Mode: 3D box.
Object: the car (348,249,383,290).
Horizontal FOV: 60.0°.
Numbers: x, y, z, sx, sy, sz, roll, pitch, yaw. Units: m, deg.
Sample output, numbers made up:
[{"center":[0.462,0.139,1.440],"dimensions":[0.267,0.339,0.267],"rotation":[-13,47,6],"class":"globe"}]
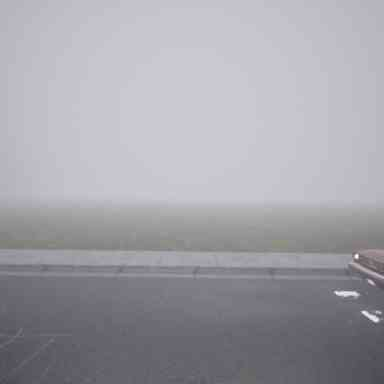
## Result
[{"center":[5.993,1.624,7.073],"dimensions":[4.718,1.301,1.895],"rotation":[1,1,-1],"class":"car"}]
